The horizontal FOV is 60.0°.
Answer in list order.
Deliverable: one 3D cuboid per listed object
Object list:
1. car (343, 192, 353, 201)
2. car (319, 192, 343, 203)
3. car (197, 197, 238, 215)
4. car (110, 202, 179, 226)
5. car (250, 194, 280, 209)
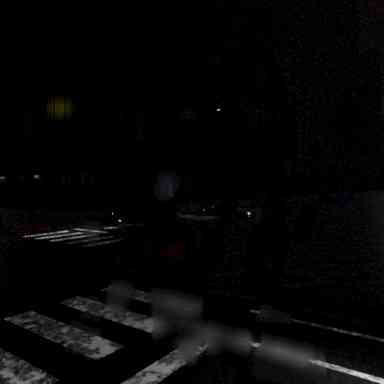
[{"bbox_3d":[25.488,0.654,55.641,1.882,1.535,5.008,0,1,36],"label":"car"},{"bbox_3d":[19.600,0.815,47.417,1.837,1.490,4.892,0,1,36],"label":"car"},{"bbox_3d":[2.322,1.158,28.768,1.812,1.442,4.674,0,1,36],"label":"car"},{"bbox_3d":[-2.957,1.354,21.413,1.895,1.301,4.718,0,1,36],"label":"car"},{"bbox_3d":[8.129,0.977,36.868,1.882,1.535,5.008,0,1,36],"label":"car"}]
